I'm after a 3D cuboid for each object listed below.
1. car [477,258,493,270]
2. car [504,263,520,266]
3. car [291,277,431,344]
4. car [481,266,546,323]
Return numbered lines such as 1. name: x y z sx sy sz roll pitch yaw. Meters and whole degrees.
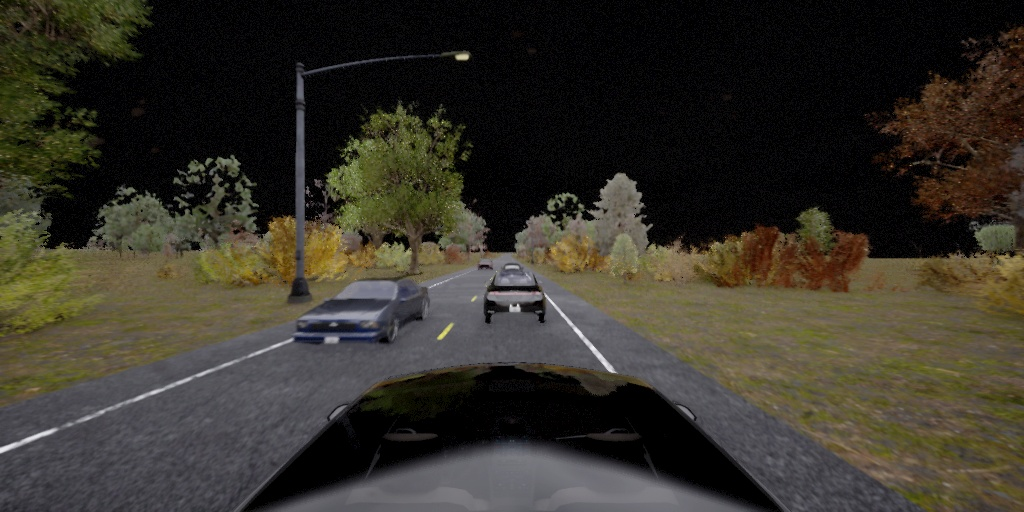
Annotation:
1. car: -3.833 1.106 51.845 2.097 1.767 4.553 0 0 0
2. car: 0.017 1.292 29.093 1.812 1.442 4.674 0 0 0
3. car: -3.608 1.305 9.847 2.033 1.411 5.357 0 0 0
4. car: 0.080 1.251 12.236 2.128 1.511 4.902 0 0 0
